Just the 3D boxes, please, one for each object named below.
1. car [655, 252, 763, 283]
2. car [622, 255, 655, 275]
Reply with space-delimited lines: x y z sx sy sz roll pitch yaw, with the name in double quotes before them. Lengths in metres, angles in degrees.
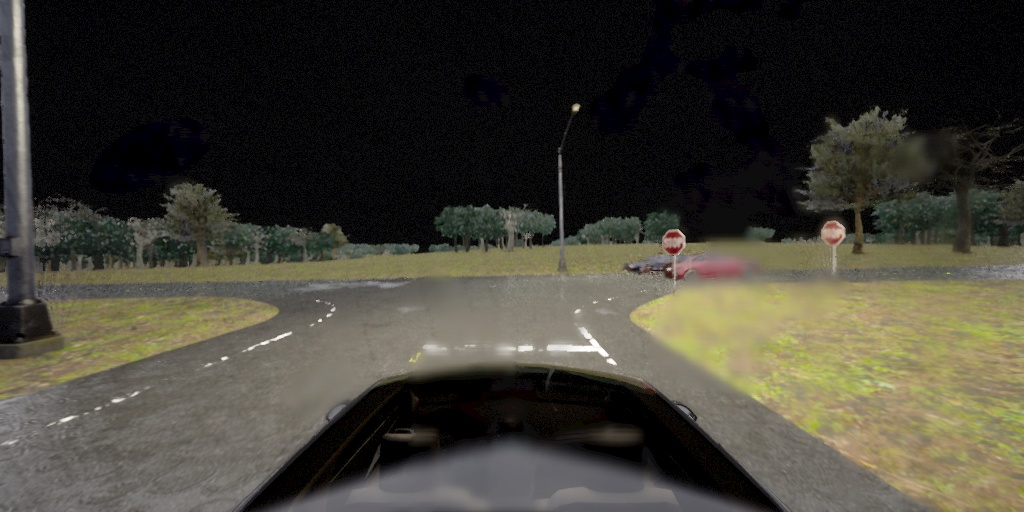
"car" 9.542 0.503 17.274 4.181 1.385 1.994 -3 0 -1
"car" 10.347 0.551 24.315 5.357 1.411 2.033 -1 -1 -1
